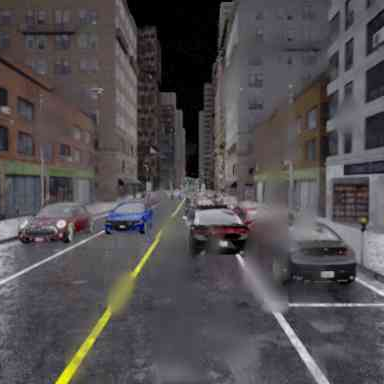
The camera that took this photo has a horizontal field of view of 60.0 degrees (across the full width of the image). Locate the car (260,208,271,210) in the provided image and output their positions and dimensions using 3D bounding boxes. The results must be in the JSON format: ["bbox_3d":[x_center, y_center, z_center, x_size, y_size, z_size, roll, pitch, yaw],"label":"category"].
[{"bbox_3d":[2.780,1.332,14.476,1.887,1.381,4.507,-1,1,0],"label":"car"}]

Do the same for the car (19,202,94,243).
[{"bbox_3d":[-5.746,1.227,14.491,1.967,1.590,4.097,-1,1,0],"label":"car"}]

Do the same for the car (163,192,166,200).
[{"bbox_3d":[-5.671,0.810,53.025,1.947,1.339,4.313,-1,1,0],"label":"car"}]

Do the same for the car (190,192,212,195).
[{"bbox_3d":[0.954,1.071,28.075,1.882,1.535,5.008,0,1,0],"label":"car"}]

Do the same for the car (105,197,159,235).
[{"bbox_3d":[-3.066,1.226,17.148,1.882,1.535,5.008,0,1,0],"label":"car"}]

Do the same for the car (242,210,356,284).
[{"bbox_3d":[2.770,1.417,8.971,2.008,1.369,4.403,-1,1,0],"label":"car"}]

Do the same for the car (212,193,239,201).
[{"bbox_3d":[2.800,1.070,25.484,1.967,1.590,4.097,-1,1,0],"label":"car"}]

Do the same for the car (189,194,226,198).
[{"bbox_3d":[0.942,1.156,22.075,1.882,1.535,5.008,0,1,0],"label":"car"}]

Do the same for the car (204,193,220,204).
[{"bbox_3d":[2.844,0.886,47.504,1.947,1.339,4.313,-1,1,0],"label":"car"}]

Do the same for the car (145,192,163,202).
[{"bbox_3d":[-5.683,0.760,47.518,1.967,1.590,4.097,-1,1,0],"label":"car"}]

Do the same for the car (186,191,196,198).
[{"bbox_3d":[0.106,0.789,49.248,2.128,1.511,4.902,0,1,0],"label":"car"}]

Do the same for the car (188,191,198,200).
[{"bbox_3d":[0.121,0.617,62.646,1.837,1.490,4.892,0,1,0],"label":"car"}]

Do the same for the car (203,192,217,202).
[{"bbox_3d":[2.854,0.789,53.008,1.887,1.381,4.507,-1,1,0],"label":"car"}]

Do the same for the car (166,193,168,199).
[{"bbox_3d":[-5.660,0.719,58.529,2.008,1.369,4.403,-1,1,0],"label":"car"}]

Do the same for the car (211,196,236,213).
[{"bbox_3d":[2.812,1.096,30.990,1.887,1.381,4.507,-1,1,0],"label":"car"}]

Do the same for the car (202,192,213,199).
[{"bbox_3d":[2.875,0.637,64.018,1.887,1.381,4.507,-1,1,0],"label":"car"}]

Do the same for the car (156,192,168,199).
[{"bbox_3d":[-5.650,0.637,64.034,1.887,1.381,4.507,-1,1,0],"label":"car"}]

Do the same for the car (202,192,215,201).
[{"bbox_3d":[2.864,0.713,58.513,1.887,1.381,4.507,-1,1,0],"label":"car"}]

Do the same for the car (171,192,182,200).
[{"bbox_3d":[-2.881,0.678,61.654,1.812,1.442,4.674,0,1,0],"label":"car"}]

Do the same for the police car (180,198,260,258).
[{"bbox_3d":[0.707,1.245,12.125,1.930,1.638,5.238,0,1,-5],"label":"police car"}]
